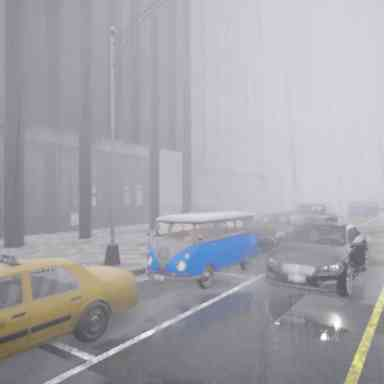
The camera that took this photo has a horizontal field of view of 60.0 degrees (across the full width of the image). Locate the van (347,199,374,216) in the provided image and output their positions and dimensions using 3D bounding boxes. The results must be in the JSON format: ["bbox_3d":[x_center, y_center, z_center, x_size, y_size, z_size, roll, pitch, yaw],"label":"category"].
[{"bbox_3d":[16.341,1.711,32.504,1.690,1.788,3.998,-1,-1,35],"label":"van"}]

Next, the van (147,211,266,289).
[{"bbox_3d":[0.442,1.472,9.400,1.690,1.788,3.998,-1,-1,35],"label":"van"}]

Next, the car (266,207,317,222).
[{"bbox_3d":[3.622,1.618,14.019,1.967,1.590,4.097,-1,-1,35],"label":"car"}]

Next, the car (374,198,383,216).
[{"bbox_3d":[19.521,1.733,37.125,2.192,1.841,5.009,-1,-1,35],"label":"car"}]

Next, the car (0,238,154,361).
[{"bbox_3d":[-2.833,1.607,4.636,1.752,1.417,4.829,-1,-1,35],"label":"car"}]

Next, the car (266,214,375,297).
[{"bbox_3d":[3.622,1.603,9.145,2.128,1.511,4.902,-1,-1,35],"label":"car"}]

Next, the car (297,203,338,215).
[{"bbox_3d":[6.802,1.541,18.642,2.192,1.841,5.009,-1,-1,35],"label":"car"}]
